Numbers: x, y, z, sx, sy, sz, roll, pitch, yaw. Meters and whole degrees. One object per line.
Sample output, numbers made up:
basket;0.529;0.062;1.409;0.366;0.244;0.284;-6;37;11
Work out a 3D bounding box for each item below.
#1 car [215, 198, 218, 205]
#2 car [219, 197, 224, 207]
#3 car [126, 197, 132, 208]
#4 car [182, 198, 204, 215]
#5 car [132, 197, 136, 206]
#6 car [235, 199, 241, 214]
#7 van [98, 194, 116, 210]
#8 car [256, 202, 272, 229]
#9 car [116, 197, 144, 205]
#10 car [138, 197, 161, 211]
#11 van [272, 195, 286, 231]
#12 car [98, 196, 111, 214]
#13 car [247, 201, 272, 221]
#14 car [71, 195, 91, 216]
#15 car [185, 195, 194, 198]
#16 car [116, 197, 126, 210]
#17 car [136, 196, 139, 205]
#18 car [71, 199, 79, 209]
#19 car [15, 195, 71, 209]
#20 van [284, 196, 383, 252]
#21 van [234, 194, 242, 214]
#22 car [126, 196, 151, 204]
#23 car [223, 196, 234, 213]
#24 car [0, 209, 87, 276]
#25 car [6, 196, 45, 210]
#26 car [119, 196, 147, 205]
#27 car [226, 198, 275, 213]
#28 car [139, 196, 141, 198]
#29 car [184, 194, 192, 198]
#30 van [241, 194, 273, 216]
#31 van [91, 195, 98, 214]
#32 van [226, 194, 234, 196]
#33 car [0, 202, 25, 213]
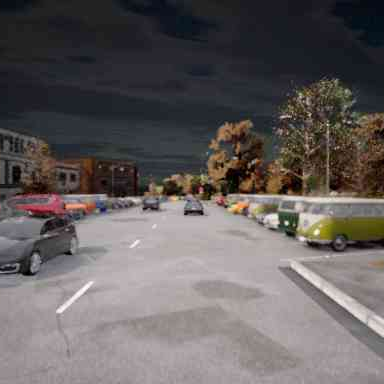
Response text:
car;6.550;1.603;51.872;4.792;1.488;2.163;1;-1;-20
car;6.529;1.565;43.037;4.792;1.488;2.163;1;0;-20
car;-11.311;1.548;46.018;4.892;1.521;2.231;-1;-1;-20
car;0.183;1.583;34.544;1.994;1.385;4.181;0;0;0
car;-11.269;1.589;48.964;4.792;1.488;2.163;-1;-1;-20
car;6.460;1.529;28.309;4.674;1.452;2.002;1;0;-20
van;-11.222;1.285;37.262;4.442;1.987;1.878;-1;0;-20
car;6.447;1.519;19.469;4.674;1.452;2.002;1;0;-20
car;-11.270;1.652;60.689;4.674;1.452;2.002;-1;-1;-20
car;-4.943;1.589;41.232;2.033;1.411;5.357;0;0;1
van;6.545;1.255;16.573;4.442;1.987;1.878;1;0;-20
car;-11.328;1.503;34.283;5.008;1.535;2.097;-1;0;-20
car;6.451;1.522;22.415;4.674;1.452;2.002;1;0;-20
car;-11.321;1.363;28.425;4.553;1.767;2.185;-1;0;-20
car;0.224;1.667;55.434;1.994;1.385;4.181;0;0;0
car;-11.344;1.409;43.078;4.553;1.767;2.185;-1;0;-20
car;-11.300;1.574;51.890;4.892;1.521;2.231;-1;-1;-20
car;-11.359;1.524;25.486;4.674;1.452;2.002;-1;0;-20
car;-11.393;1.230;22.538;5.566;2.045;2.435;-1;0;-20
van;6.320;1.252;13.540;4.442;1.987;1.878;1;0;-20
van;6.583;1.272;31.292;4.442;1.987;1.878;1;0;-20
car;-11.242;1.653;69.485;4.892;1.521;2.231;-1;0;-20
car;6.305;1.499;34.129;5.366;1.575;1.946;1;0;-20
car;-5.080;1.498;10.355;1.837;1.490;4.892;0;0;0
car;-11.407;1.352;19.614;4.553;1.767;2.185;-1;0;-20
car;-11.267;1.627;63.622;4.892;1.521;2.231;-1;-1;-20
car;6.479;1.513;37.138;4.892;1.521;2.231;1;-1;-20
car;-11.284;1.626;54.820;4.674;1.452;2.002;-1;-1;-20
car;-0.422;1.854;93.197;2.097;1.535;5.008;0;-1;-1
van;6.352;1.258;25.317;4.442;1.987;1.878;1;0;-20
van;-11.453;1.272;31.307;4.442;1.987;1.878;-1;0;-20
van;6.603;1.300;40.128;4.442;1.987;1.878;1;0;-20
car;-11.371;1.478;16.683;4.892;1.521;2.231;-1;0;-20
